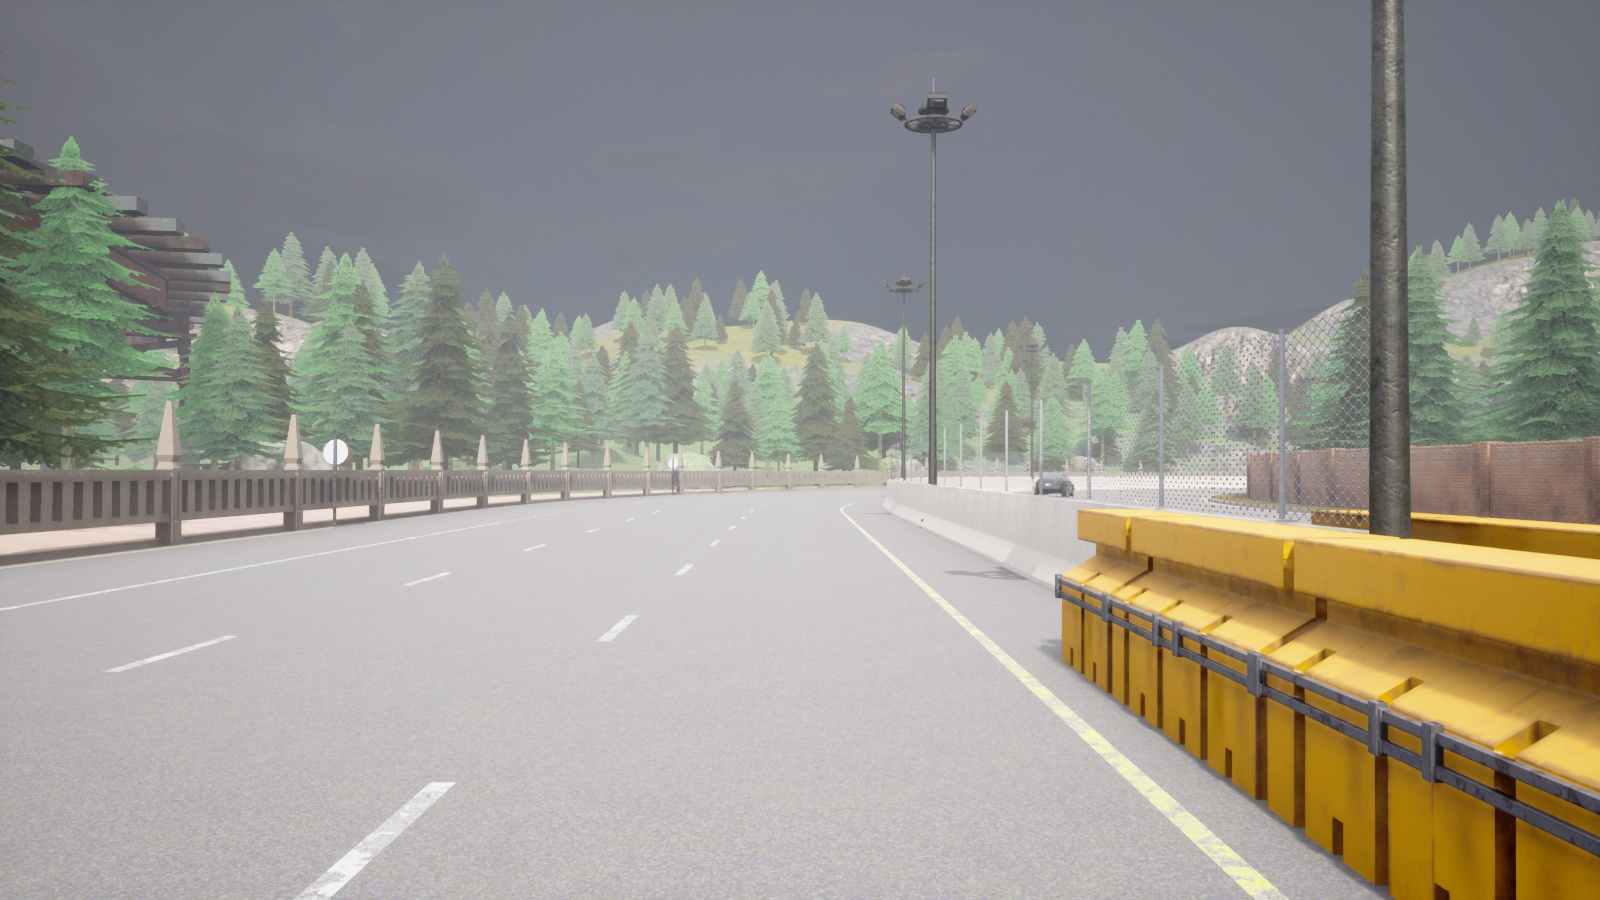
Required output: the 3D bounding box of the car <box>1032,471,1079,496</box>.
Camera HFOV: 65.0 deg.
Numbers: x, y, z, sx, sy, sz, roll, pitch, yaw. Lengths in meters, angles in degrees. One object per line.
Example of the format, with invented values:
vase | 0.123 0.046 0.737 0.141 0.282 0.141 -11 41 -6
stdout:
car | 16.086 2.073 78.972 2.163 1.488 4.792 -1 -1 20
